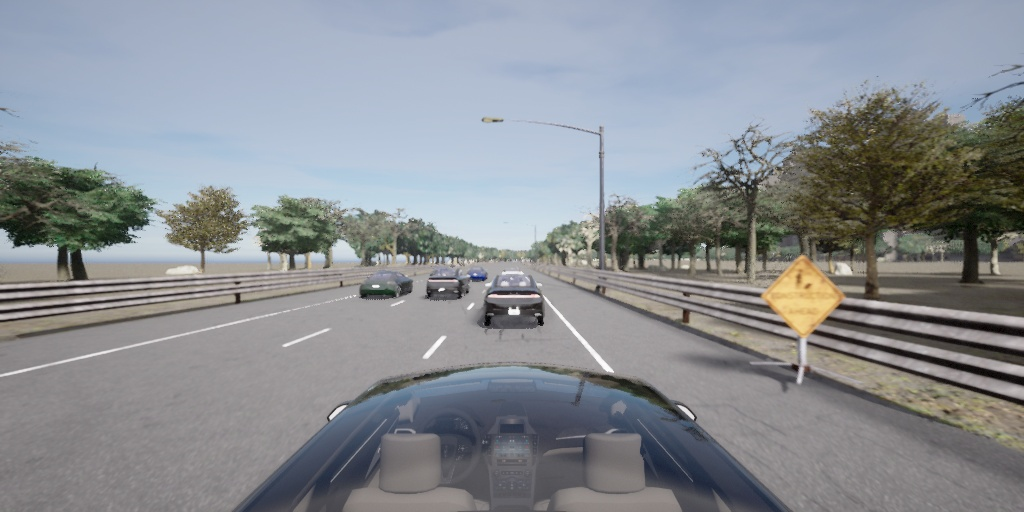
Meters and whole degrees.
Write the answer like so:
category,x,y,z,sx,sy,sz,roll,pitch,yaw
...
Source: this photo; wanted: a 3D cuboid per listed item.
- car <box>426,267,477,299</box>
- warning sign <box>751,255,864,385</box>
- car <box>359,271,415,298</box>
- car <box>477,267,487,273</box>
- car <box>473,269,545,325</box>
category,x,y,z,sx,sy,sz,roll,pitch,yaw
car,-3.436,1.472,19.960,2.128,1.511,4.902,0,-1,0
warning sign,4.545,0.914,5.624,1.300,1.860,1.060,0,0,0
car,-6.938,1.549,20.275,1.994,1.385,4.181,0,-1,0
car,-3.469,1.755,35.954,1.994,1.385,4.181,0,-1,0
car,0.065,1.376,12.406,2.128,1.511,4.902,0,-1,0
